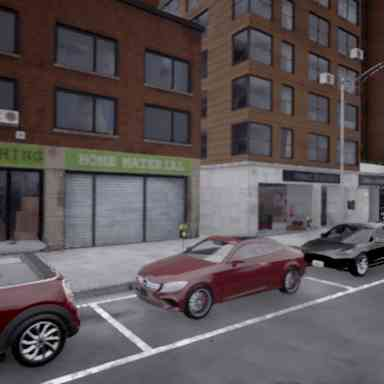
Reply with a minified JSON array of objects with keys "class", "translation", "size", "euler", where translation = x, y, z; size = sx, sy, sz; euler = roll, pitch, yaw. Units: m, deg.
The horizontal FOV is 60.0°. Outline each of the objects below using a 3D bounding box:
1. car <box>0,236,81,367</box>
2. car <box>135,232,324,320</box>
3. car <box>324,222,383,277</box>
[{"class":"car","translation":[-3.662,1.435,4.147],"size":[4.097,1.590,1.967],"euler":[0,0,-36]},{"class":"car","translation":[0.820,1.617,7.348],"size":[4.206,1.307,1.802],"euler":[0,0,-36]},{"class":"car","translation":[5.302,1.642,10.549],"size":[4.313,1.339,1.947],"euler":[1,0,-36]}]
